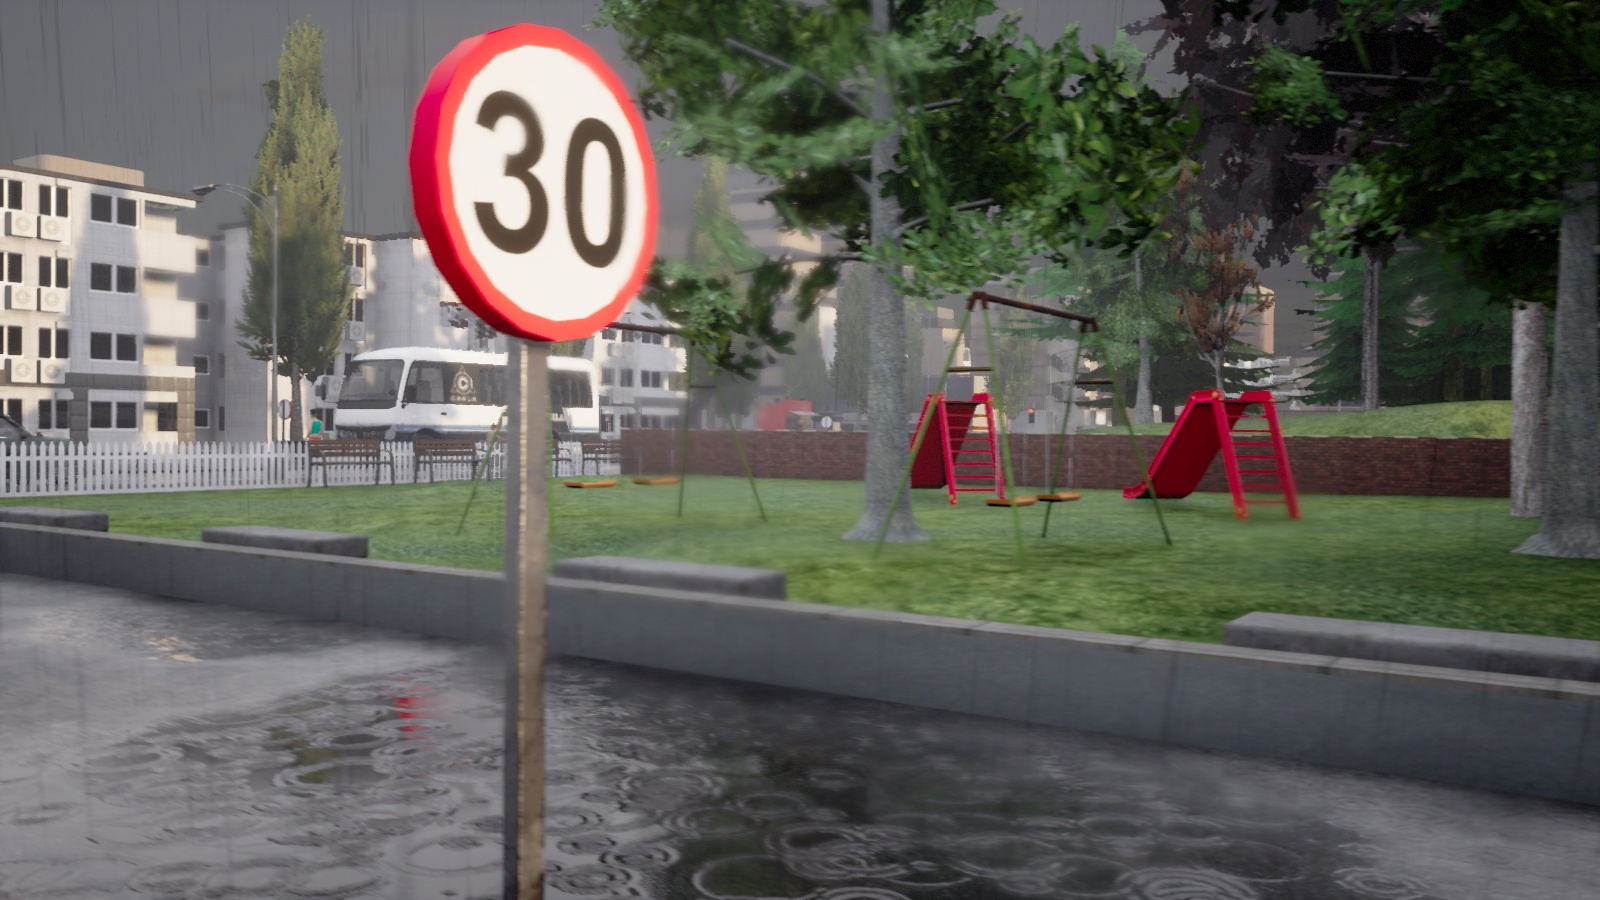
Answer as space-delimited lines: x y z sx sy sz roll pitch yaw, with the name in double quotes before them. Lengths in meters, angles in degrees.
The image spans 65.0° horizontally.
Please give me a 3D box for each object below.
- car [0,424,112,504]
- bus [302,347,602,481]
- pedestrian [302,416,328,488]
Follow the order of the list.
"car" -18.440 0.300 28.438 2.097 1.767 4.553 0 1 33
"bus" -12.106 -1.228 45.111 3.944 4.253 10.273 0 1 34
"pedestrian" -12.500 0.048 32.349 0.594 1.836 0.345 0 1 40
